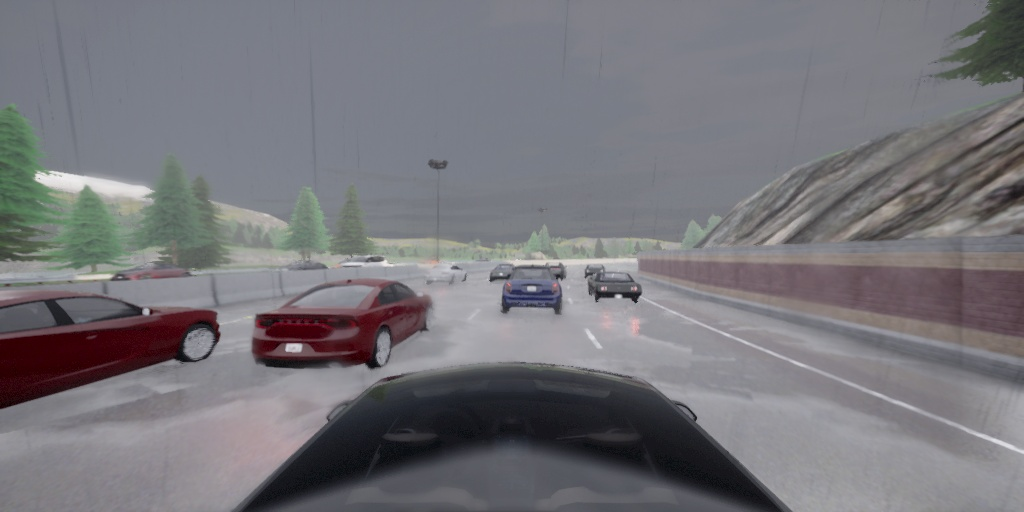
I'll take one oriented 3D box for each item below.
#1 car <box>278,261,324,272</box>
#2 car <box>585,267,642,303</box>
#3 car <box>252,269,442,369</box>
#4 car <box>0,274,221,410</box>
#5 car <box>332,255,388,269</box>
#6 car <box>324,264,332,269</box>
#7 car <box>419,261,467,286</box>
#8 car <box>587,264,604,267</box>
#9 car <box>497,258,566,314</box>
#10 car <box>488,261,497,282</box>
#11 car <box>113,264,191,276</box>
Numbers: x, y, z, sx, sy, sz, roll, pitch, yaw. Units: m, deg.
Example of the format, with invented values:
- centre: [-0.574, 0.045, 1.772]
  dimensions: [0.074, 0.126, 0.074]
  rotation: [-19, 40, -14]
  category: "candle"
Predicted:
- centre: [-20.640, 1.202, 35.555]
  dimensions: [2.128, 1.511, 4.902]
  rotation: [0, 0, 13]
  category: "car"
- centre: [4.656, 1.377, 16.956]
  dimensions: [1.895, 1.301, 4.718]
  rotation: [0, 0, 7]
  category: "car"
- centre: [-3.139, 1.222, 7.827]
  dimensions: [1.882, 1.535, 5.008]
  rotation: [0, 0, 3]
  category: "car"
- centre: [-6.751, 1.209, 5.064]
  dimensions: [1.882, 1.535, 5.008]
  rotation: [0, 0, 1]
  category: "car"
- centre: [-13.883, 0.952, 33.843]
  dimensions: [2.150, 2.045, 5.566]
  rotation: [0, 0, 13]
  category: "car"
- centre: [-16.658, 1.076, 37.161]
  dimensions: [2.097, 1.767, 4.553]
  rotation: [0, 0, 14]
  category: "car"
- centre: [-4.617, 1.279, 25.629]
  dimensions: [1.812, 1.442, 4.674]
  rotation: [0, 0, 10]
  category: "car"
- centre: [8.004, 1.400, 34.289]
  dimensions: [1.895, 1.301, 4.718]
  rotation: [0, 0, 15]
  category: "car"
- centre: [0.848, 1.113, 14.088]
  dimensions: [2.097, 1.767, 4.553]
  rotation: [0, 0, 5]
  category: "car"
- centre: [-0.421, 1.333, 28.865]
  dimensions: [1.994, 1.385, 4.181]
  rotation: [0, 0, 11]
  category: "car"
- centre: [-26.009, 1.250, 26.052]
  dimensions: [1.994, 1.385, 4.181]
  rotation: [0, 0, 10]
  category: "car"
